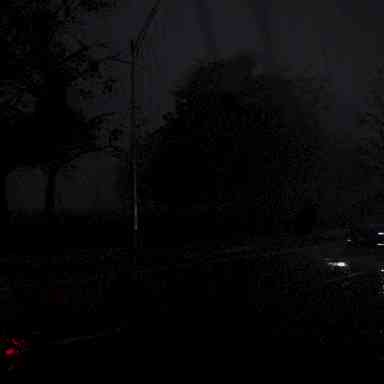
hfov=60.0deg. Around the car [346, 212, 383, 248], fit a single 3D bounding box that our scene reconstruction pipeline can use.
[{"bbox_3d":[8.607,1.576,14.313,5.008,1.535,1.882,0,0,-35],"label":"car"}]
